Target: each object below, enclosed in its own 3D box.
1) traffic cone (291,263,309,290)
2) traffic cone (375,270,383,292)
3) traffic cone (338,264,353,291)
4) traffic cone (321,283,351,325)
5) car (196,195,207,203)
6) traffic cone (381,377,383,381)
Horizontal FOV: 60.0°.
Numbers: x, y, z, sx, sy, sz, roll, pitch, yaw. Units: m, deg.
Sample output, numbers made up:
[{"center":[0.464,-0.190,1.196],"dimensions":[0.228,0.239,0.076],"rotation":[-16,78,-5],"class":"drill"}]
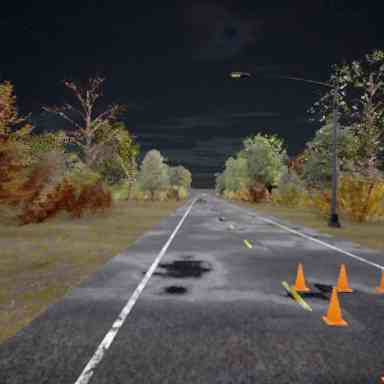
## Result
[{"center":[2.567,1.995,7.892],"dimensions":[0.340,0.580,0.340],"rotation":[1,0,1],"class":"traffic cone"},{"center":[4.566,2.023,7.847],"dimensions":[0.340,0.580,0.340],"rotation":[1,0,1],"class":"traffic cone"},{"center":[3.567,2.009,7.869],"dimensions":[0.340,0.580,0.340],"rotation":[1,0,1],"class":"traffic cone"},{"center":[2.521,1.993,5.893],"dimensions":[0.340,0.580,0.340],"rotation":[1,0,1],"class":"traffic cone"},{"center":[2.007,1.418,70.956],"dimensions":[2.097,1.767,4.553],"rotation":[1,0,1],"class":"car"},{"center":[2.475,1.992,3.894],"dimensions":[0.340,0.580,0.340],"rotation":[1,0,1],"class":"traffic cone"}]
